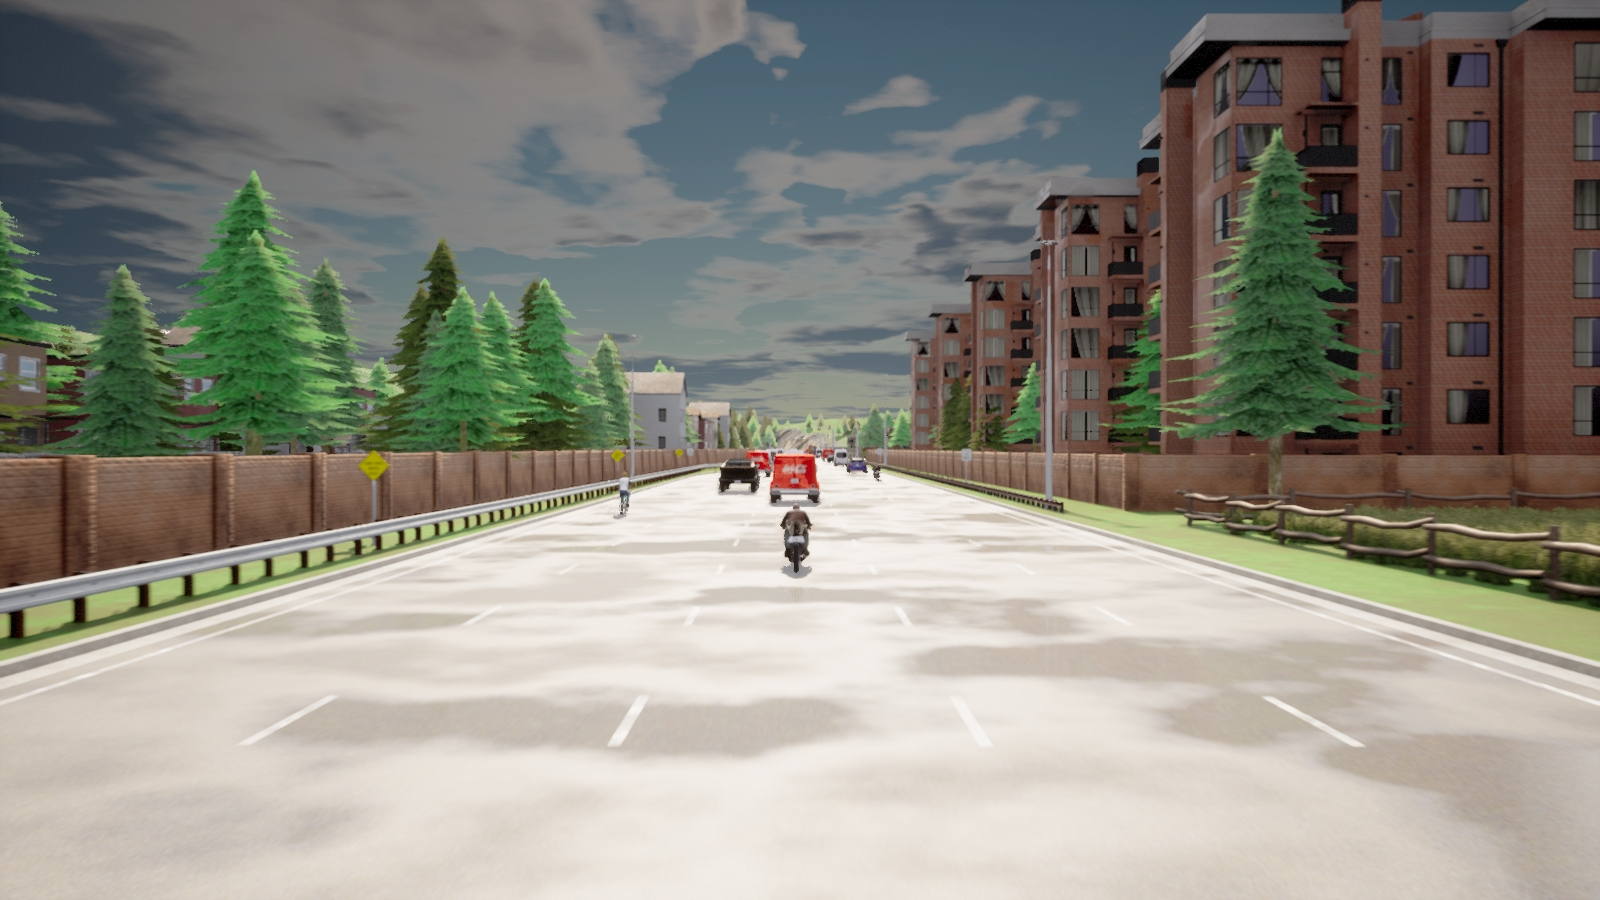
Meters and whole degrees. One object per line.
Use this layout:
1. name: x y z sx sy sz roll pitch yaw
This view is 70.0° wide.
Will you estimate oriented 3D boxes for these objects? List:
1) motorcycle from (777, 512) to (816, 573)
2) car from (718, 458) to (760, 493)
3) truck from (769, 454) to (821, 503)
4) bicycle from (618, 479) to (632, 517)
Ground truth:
1. motorcycle: -0.086 2.147 26.820 0.867 1.251 2.209 0 0 0
2. car: -3.855 1.601 73.341 2.390 2.098 6.274 0 0 0
3. truck: -0.279 1.442 59.943 2.627 2.467 5.204 0 0 0
4. bicycle: -7.215 1.957 47.134 0.373 1.496 1.643 0 0 0
